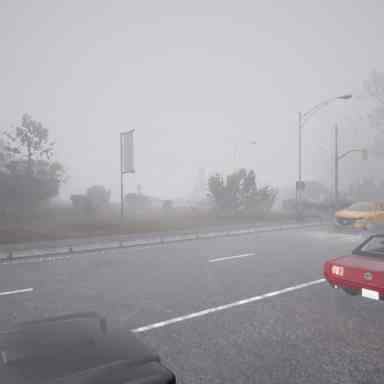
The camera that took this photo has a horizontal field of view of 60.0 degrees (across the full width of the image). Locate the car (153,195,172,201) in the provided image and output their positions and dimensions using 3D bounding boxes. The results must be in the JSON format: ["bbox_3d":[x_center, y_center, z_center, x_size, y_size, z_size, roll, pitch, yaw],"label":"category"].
[{"bbox_3d":[-6.684,1.328,74.005,1.895,1.301,4.718,-1,0,-38],"label":"car"}]

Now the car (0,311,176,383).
[{"bbox_3d":[-2.376,1.601,2.041,4.718,1.301,1.895,0,0,-36],"label":"car"}]

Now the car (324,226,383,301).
[{"bbox_3d":[5.072,1.570,7.378,4.718,1.301,1.895,0,0,-36],"label":"car"}]

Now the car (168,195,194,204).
[{"bbox_3d":[-1.428,1.384,56.114,1.895,1.301,4.718,-1,0,-39],"label":"car"}]

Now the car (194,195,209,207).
[{"bbox_3d":[2.669,1.371,45.417,1.994,1.385,4.181,-1,0,-39],"label":"car"}]

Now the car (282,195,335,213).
[{"bbox_3d":[11.701,1.278,34.190,1.882,1.535,5.008,-1,0,-39],"label":"car"}]

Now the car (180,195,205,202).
[{"bbox_3d":[0.046,1.275,65.737,2.033,1.411,5.357,-1,0,-38],"label":"car"}]

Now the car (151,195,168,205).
[{"bbox_3d":[-5.896,1.291,56.100,1.882,1.535,5.008,-1,1,-39],"label":"car"}]

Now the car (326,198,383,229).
[{"bbox_3d":[10.393,1.356,19.792,5.008,1.535,1.882,-1,1,-37],"label":"car"}]

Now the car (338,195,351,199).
[{"bbox_3d":[15.898,1.121,34.800,2.097,1.767,4.553,-1,0,-41],"label":"car"}]
